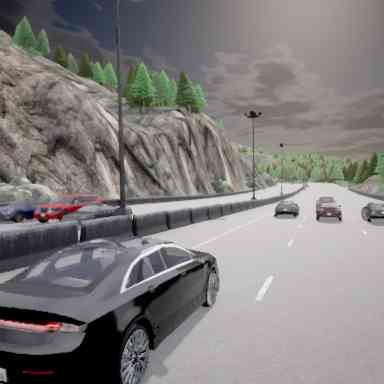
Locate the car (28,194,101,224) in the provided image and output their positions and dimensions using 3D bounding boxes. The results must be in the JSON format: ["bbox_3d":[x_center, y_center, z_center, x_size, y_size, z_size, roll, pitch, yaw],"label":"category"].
[{"bbox_3d":[-8.842,1.174,24.502,2.150,2.045,5.566,0,0,21],"label":"car"}]

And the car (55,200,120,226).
[{"bbox_3d":[-6.263,1.485,21.456,1.812,1.442,4.674,0,0,21],"label":"car"}]

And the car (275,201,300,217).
[{"bbox_3d":[9.007,1.516,31.347,1.994,1.385,4.181,0,0,21],"label":"car"}]

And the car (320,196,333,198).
[{"bbox_3d":[14.761,1.298,36.576,2.097,1.767,4.553,0,0,21],"label":"car"}]

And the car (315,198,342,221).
[{"bbox_3d":[11.135,1.486,27.157,1.812,1.442,4.674,0,0,21],"label":"car"}]

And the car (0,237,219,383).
[{"bbox_3d":[-0.977,1.481,5.394,2.128,1.511,4.902,0,0,21],"label":"car"}]

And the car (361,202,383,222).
[{"bbox_3d":[14.351,1.511,25.748,2.033,1.411,5.357,0,0,21],"label":"car"}]

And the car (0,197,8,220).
[{"bbox_3d":[-16.321,1.300,24.552,2.097,1.767,4.553,0,0,21],"label":"car"}]

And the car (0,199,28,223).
[{"bbox_3d":[-12.475,1.301,24.801,2.097,1.767,4.553,0,0,21],"label":"car"}]
